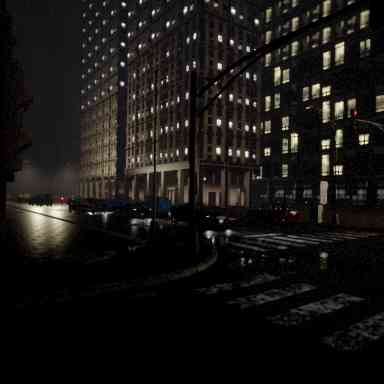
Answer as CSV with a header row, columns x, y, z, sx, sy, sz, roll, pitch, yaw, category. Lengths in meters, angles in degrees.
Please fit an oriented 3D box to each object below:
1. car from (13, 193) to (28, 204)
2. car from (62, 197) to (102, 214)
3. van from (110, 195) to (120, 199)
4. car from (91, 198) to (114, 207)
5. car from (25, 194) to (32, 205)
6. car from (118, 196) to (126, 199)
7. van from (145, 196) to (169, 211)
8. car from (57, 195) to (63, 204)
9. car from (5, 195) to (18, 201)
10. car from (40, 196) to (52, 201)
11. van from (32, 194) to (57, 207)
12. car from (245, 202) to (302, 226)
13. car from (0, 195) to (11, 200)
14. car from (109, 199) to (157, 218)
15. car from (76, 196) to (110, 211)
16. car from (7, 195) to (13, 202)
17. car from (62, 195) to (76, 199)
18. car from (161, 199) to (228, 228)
x,y,z,sx,sy,sz,roll,pitch,yaw,category
-30.556,1.155,60.505,2.192,1.841,5.009,1,-1,-35,car
-10.928,1.427,32.876,2.008,1.369,4.403,1,-1,-35,car
-10.637,1.368,46.941,1.690,1.788,3.998,1,-1,-35,van
-13.914,1.586,51.542,1.947,1.339,4.313,1,-1,-35,car
-24.016,1.432,51.293,1.802,1.307,4.206,1,-1,-35,car
-7.369,1.584,42.334,2.008,1.369,4.403,1,-1,-35,car
-4.094,1.382,37.732,1.690,1.788,3.998,1,-1,-35,van
-24.926,1.307,62.574,2.097,1.767,4.553,1,-1,-35,car
-40.375,1.378,74.316,2.008,1.369,4.403,1,-1,-35,car
-36.818,1.570,83.773,1.802,1.307,4.206,1,-1,-35,car
-20.740,1.197,46.691,1.690,1.788,3.998,1,-1,-35,van
5.721,1.505,23.918,1.967,1.590,4.097,1,-1,-35,car
-46.823,1.365,83.388,1.752,1.417,4.829,1,-1,-35,car
-5.330,1.536,29.468,1.895,1.301,4.718,1,-1,-35,car
-11.435,1.426,38.081,1.837,1.490,4.892,1,-1,-35,car
-37.104,1.397,69.711,1.947,1.339,4.313,1,-1,-35,car
-18.940,1.456,54.147,2.128,1.511,4.902,1,-1,-35,car
0.302,1.441,21.547,2.128,1.511,4.902,1,-1,-35,car
